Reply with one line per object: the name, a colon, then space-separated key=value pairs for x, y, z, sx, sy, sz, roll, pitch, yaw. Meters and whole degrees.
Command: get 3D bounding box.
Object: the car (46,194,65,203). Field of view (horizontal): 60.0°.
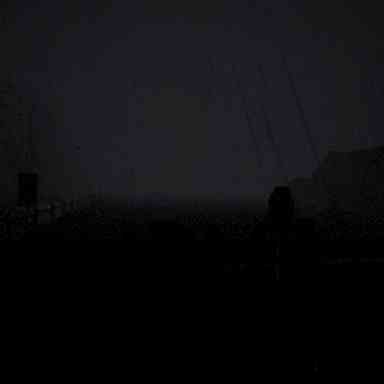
car: x=-20.054 y=0.941 z=49.022 sx=1.994 sy=1.385 sz=4.181 roll=1 pitch=0 yaw=-12
